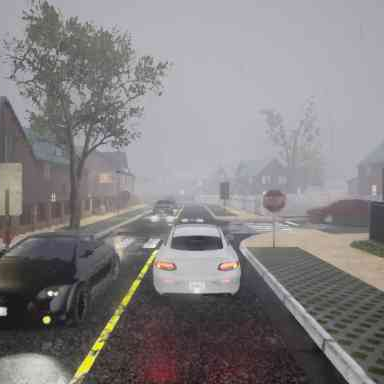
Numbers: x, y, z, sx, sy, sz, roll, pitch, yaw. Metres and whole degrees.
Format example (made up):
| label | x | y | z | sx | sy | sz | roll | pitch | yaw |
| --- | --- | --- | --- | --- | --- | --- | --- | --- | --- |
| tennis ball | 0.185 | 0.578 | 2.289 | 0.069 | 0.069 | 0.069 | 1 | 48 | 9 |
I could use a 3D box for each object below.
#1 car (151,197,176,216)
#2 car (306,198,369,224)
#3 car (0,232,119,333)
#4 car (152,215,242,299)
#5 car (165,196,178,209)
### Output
| label | x | y | z | sx | sy | sz | roll | pitch | yaw |
| --- | --- | --- | --- | --- | --- | --- | --- | --- | --- |
| car | -2.799 | 1.503 | 32.877 | 1.812 | 1.442 | 4.674 | 0 | 0 | -1 |
| car | 10.091 | 1.193 | 21.939 | 5.008 | 1.535 | 1.882 | -1 | 0 | -4 |
| car | -2.841 | 1.562 | 6.860 | 1.994 | 1.385 | 4.181 | 0 | 0 | 0 |
| car | 0.107 | 1.523 | 8.300 | 1.812 | 1.442 | 4.674 | 0 | 0 | 0 |
| car | -2.879 | 1.531 | 43.880 | 1.994 | 1.385 | 4.181 | 0 | 0 | -1 |
